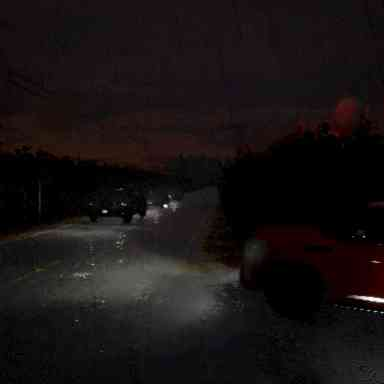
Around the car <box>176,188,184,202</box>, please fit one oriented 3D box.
[{"bbox_3d":[-2.097,0.304,39.846,2.128,1.511,4.902,1,2,6],"label":"car"}]

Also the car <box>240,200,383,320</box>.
[{"bbox_3d":[3.684,1.124,5.658,5.566,2.045,2.150,2,2,24],"label":"car"}]

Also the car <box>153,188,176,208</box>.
[{"bbox_3d":[-3.128,0.572,29.717,2.128,1.511,4.902,1,2,6],"label":"car"}]

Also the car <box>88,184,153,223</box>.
[{"bbox_3d":[-4.147,0.567,19.687,2.150,2.045,5.566,1,2,6],"label":"car"}]
